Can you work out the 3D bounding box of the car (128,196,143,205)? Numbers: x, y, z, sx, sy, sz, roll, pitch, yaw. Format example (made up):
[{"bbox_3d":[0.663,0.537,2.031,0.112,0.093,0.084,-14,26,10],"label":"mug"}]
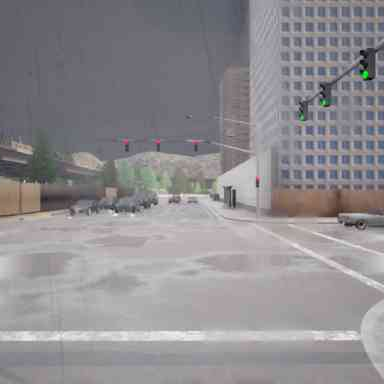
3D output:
[{"bbox_3d":[-10.551,1.478,62.126,1.882,1.535,5.008,0,0,0],"label":"car"}]

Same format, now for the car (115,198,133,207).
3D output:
[{"bbox_3d":[-10.581,1.601,51.907,1.895,1.301,4.718,0,0,0],"label":"car"}]

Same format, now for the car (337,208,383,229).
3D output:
[{"bbox_3d":[11.856,1.656,21.162,4.718,1.301,1.895,0,0,0],"label":"car"}]

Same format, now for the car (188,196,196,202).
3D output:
[{"bbox_3d":[0.010,1.595,74.828,1.895,1.301,4.718,0,0,0],"label":"car"}]

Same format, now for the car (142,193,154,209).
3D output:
[{"bbox_3d":[-7.078,1.221,46.200,2.150,2.045,5.566,0,0,0],"label":"car"}]

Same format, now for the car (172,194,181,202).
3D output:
[{"bbox_3d":[-3.491,1.305,74.449,1.882,1.535,5.008,0,0,0],"label":"car"}]

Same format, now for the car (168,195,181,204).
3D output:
[{"bbox_3d":[-3.492,1.601,64.257,1.895,1.301,4.718,0,0,0],"label":"car"}]

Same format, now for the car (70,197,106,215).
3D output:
[{"bbox_3d":[-10.599,1.492,33.217,2.128,1.511,4.902,0,0,1],"label":"car"}]

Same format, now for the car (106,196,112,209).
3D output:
[{"bbox_3d":[-10.586,1.352,42.113,2.097,1.767,4.553,0,0,0],"label":"car"}]

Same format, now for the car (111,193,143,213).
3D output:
[{"bbox_3d":[-7.083,1.352,36.764,2.097,1.767,4.553,0,0,0],"label":"car"}]

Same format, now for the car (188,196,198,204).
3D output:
[{"bbox_3d":[0.104,1.601,64.587,1.895,1.301,4.718,0,0,0],"label":"car"}]

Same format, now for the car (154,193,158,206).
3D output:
[{"bbox_3d":[-7.057,1.221,56.929,2.150,2.045,5.566,0,0,0],"label":"car"}]
